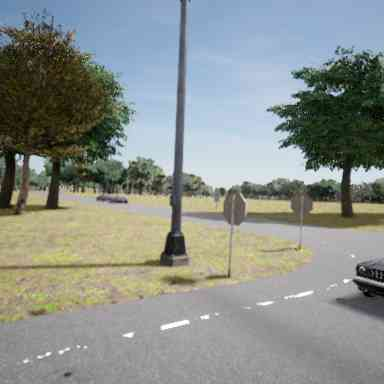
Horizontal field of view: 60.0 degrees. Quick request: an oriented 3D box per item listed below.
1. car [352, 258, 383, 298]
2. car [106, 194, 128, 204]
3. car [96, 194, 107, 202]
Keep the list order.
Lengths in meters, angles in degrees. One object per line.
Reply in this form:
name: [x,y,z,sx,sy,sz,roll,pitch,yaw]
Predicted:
car: [5.988,1.915,8.105,4.718,1.301,1.895,2,0,-35]
car: [-12.270,1.254,55.784,1.994,1.385,4.181,3,0,-33]
car: [-16.108,1.065,61.537,2.033,1.411,5.357,3,0,-33]
